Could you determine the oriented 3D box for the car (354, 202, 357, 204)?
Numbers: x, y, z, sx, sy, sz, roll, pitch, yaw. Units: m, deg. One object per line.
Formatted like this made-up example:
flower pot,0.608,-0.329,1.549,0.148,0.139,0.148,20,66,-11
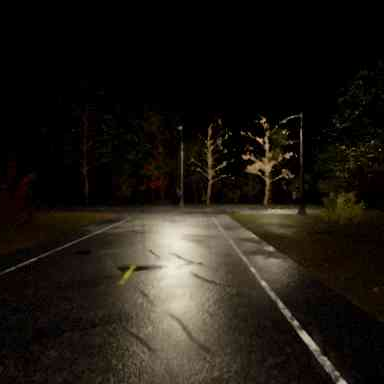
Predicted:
car,20.342,1.689,45.491,4.181,1.385,1.994,0,0,0
